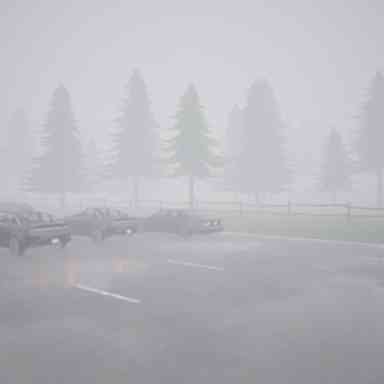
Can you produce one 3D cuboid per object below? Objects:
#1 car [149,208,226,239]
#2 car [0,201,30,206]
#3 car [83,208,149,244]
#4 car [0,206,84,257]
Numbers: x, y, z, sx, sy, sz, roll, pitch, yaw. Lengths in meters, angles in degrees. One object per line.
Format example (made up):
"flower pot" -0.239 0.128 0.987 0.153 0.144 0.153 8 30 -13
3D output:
"car" -0.900 1.551 17.429 5.357 1.411 2.033 0 0 36
"car" -14.891 1.512 27.433 4.892 1.490 1.837 0 0 36
"car" -4.693 1.495 15.863 4.902 1.511 2.128 0 0 36
"car" -6.725 1.495 13.013 4.902 1.511 2.128 0 0 36
